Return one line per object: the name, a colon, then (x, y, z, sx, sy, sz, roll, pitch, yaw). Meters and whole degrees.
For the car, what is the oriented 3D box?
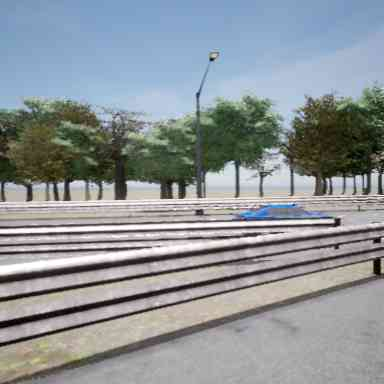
car: (4.475, 1.315, 15.817, 5.008, 1.535, 1.882, -1, 1, -8)
